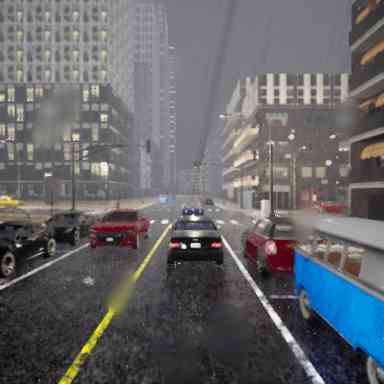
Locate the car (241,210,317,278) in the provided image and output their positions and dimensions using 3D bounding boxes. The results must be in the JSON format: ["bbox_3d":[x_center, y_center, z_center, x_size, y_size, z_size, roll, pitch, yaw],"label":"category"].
[{"bbox_3d":[2.684,1.458,10.229,1.967,1.590,4.097,0,0,0],"label":"car"}]

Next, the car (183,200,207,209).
[{"bbox_3d":[0.115,1.700,30.688,1.895,1.301,4.718,1,0,0],"label":"car"}]

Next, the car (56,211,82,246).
[{"bbox_3d":[-5.698,1.593,15.471,1.947,1.339,4.313,0,0,0],"label":"car"}]

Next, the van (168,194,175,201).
[{"bbox_3d":[-5.726,1.528,93.354,1.690,1.788,3.998,0,0,0],"label":"van"}]

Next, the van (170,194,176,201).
[{"bbox_3d":[-5.724,1.515,87.700,1.690,1.788,3.998,0,0,0],"label":"van"}]

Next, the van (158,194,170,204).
[{"bbox_3d":[-5.716,1.466,65.083,1.690,1.788,3.998,0,0,0],"label":"van"}]

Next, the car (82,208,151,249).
[{"bbox_3d":[-3.026,1.503,14.811,1.882,1.535,5.008,0,0,0],"label":"car"}]

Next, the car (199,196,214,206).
[{"bbox_3d":[2.669,1.670,55.119,1.947,1.339,4.313,0,0,0],"label":"car"}]

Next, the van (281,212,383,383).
[{"bbox_3d":[2.686,1.350,4.679,1.690,1.788,3.998,0,0,0],"label":"van"}]

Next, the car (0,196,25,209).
[{"bbox_3d":[-22.045,1.196,38.575,4.829,1.417,1.752,1,-1,-1],"label":"car"}]

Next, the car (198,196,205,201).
[{"bbox_3d":[2.655,1.732,93.357,1.887,1.381,4.507,0,0,0],"label":"car"}]

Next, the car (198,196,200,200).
[{"bbox_3d":[2.665,1.670,65.086,1.887,1.381,4.507,0,0,0],"label":"car"}]

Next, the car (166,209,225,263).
[{"bbox_3d":[0.096,1.568,11.965,2.033,1.411,5.357,0,0,0],"label":"car"}]

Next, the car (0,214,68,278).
[{"bbox_3d":[-5.696,1.584,10.225,1.947,1.339,4.313,0,0,0],"label":"car"}]

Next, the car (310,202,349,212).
[{"bbox_3d":[16.014,1.830,38.931,4.097,1.590,1.967,1,-1,-1],"label":"car"}]

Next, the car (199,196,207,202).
[{"bbox_3d":[2.659,1.713,82.049,2.008,1.369,4.403,0,0,0],"label":"car"}]
